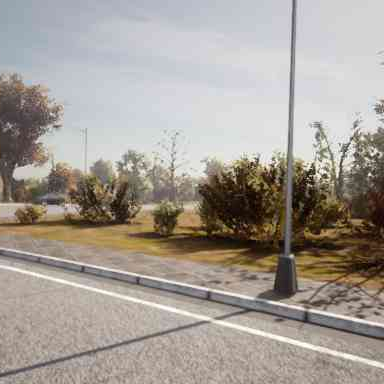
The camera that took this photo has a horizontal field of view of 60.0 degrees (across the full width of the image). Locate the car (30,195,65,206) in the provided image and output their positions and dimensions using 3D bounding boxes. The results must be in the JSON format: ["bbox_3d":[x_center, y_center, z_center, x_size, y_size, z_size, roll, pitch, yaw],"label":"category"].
[{"bbox_3d":[-19.140,1.100,44.174,1.882,1.535,5.008,2,-2,20],"label":"car"}]
